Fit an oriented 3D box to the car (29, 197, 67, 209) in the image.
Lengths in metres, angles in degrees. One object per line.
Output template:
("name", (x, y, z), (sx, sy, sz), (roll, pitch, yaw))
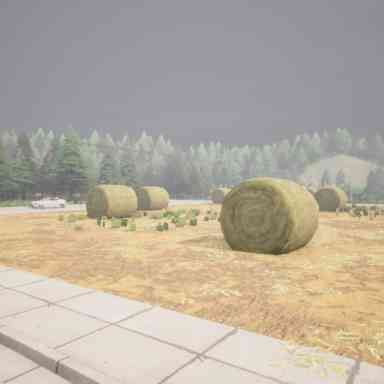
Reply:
("car", (-18.606, 1.416, 43.178), (1.812, 1.442, 4.674), (0, 0, 36))
